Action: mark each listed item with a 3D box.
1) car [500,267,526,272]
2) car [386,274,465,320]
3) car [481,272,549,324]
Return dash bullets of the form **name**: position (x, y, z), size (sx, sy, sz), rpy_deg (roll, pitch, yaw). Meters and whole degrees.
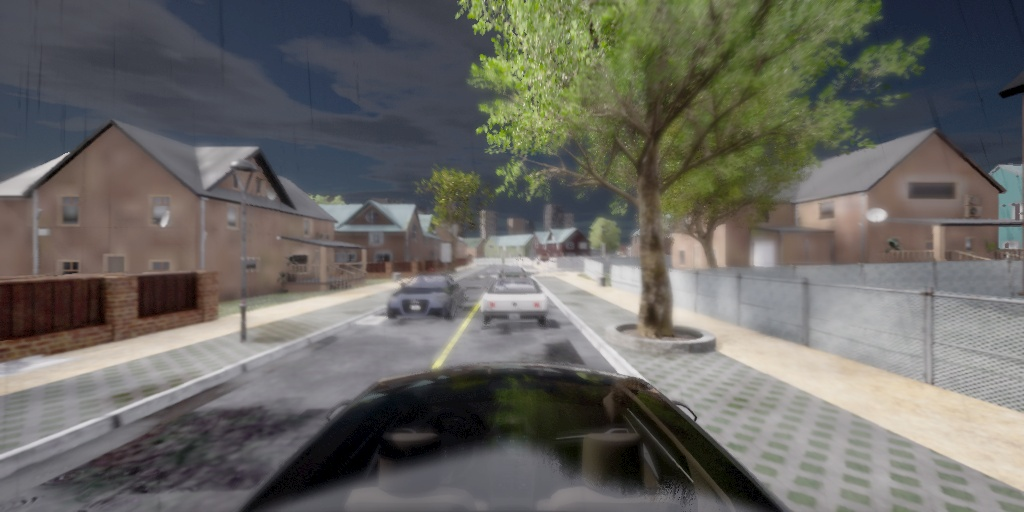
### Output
- **car**: position (0.086, 1.404, 25.411), size (1.895, 1.301, 4.718), rpy_deg (0, 0, 0)
- **car**: position (-2.846, 1.340, 12.584), size (1.994, 1.385, 4.181), rpy_deg (0, 0, 0)
- **car**: position (0.087, 1.375, 12.056), size (1.895, 1.301, 4.718), rpy_deg (0, 0, 0)
